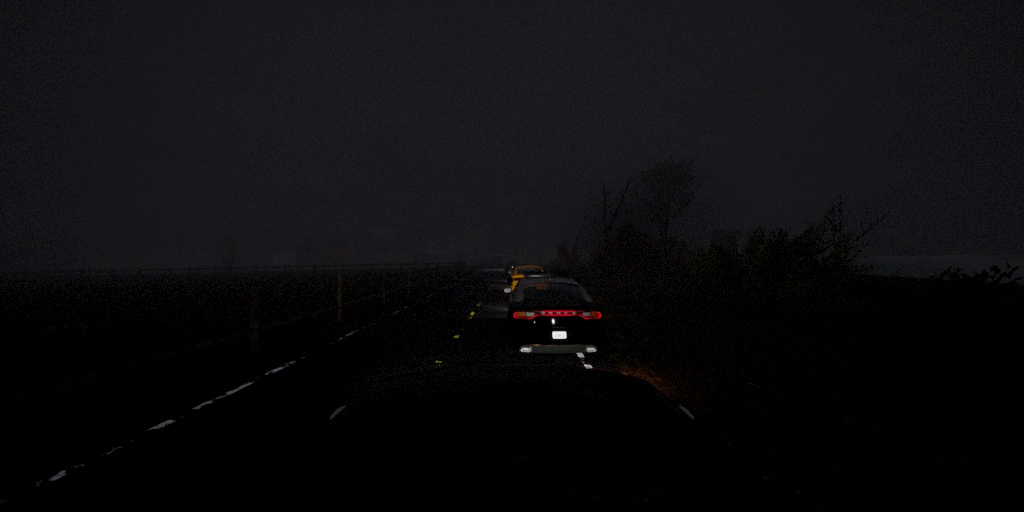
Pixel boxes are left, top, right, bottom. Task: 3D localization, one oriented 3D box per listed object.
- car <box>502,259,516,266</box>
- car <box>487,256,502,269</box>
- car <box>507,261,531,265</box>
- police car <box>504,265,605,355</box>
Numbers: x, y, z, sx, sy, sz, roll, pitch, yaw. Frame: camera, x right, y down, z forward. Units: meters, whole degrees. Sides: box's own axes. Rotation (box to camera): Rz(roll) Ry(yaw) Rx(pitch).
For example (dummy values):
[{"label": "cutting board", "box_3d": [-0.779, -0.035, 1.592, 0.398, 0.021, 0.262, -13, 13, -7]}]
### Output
[{"label": "car", "box_3d": [0.073, 1.335, 46.627, 1.994, 1.385, 4.181, 0, 0, 0]}, {"label": "car", "box_3d": [-2.714, 1.012, 58.135, 2.150, 2.045, 5.566, 0, 0, 0]}, {"label": "car", "box_3d": [0.836, 1.228, 18.729, 1.882, 1.535, 5.008, 0, 0, 0]}, {"label": "police car", "box_3d": [0.830, 1.174, 8.839, 1.930, 1.638, 5.238, 0, 0, 0]}]
